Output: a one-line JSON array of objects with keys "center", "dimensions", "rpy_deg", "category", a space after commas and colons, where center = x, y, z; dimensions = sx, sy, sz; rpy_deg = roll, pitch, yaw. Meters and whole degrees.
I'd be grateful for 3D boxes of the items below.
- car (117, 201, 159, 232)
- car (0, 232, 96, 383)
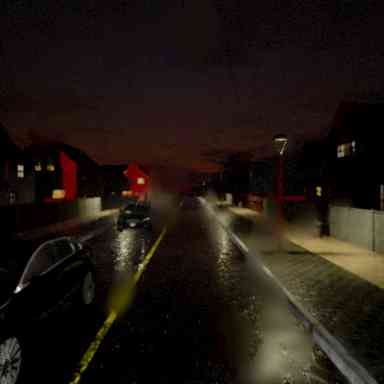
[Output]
[{"center": [-2.924, 1.307, 18.763], "dimensions": [2.128, 1.511, 4.902], "rpy_deg": [0, 1, 0], "category": "car"}, {"center": [-2.869, 1.445, 4.990], "dimensions": [2.128, 1.511, 4.902], "rpy_deg": [0, 1, 0], "category": "car"}]
